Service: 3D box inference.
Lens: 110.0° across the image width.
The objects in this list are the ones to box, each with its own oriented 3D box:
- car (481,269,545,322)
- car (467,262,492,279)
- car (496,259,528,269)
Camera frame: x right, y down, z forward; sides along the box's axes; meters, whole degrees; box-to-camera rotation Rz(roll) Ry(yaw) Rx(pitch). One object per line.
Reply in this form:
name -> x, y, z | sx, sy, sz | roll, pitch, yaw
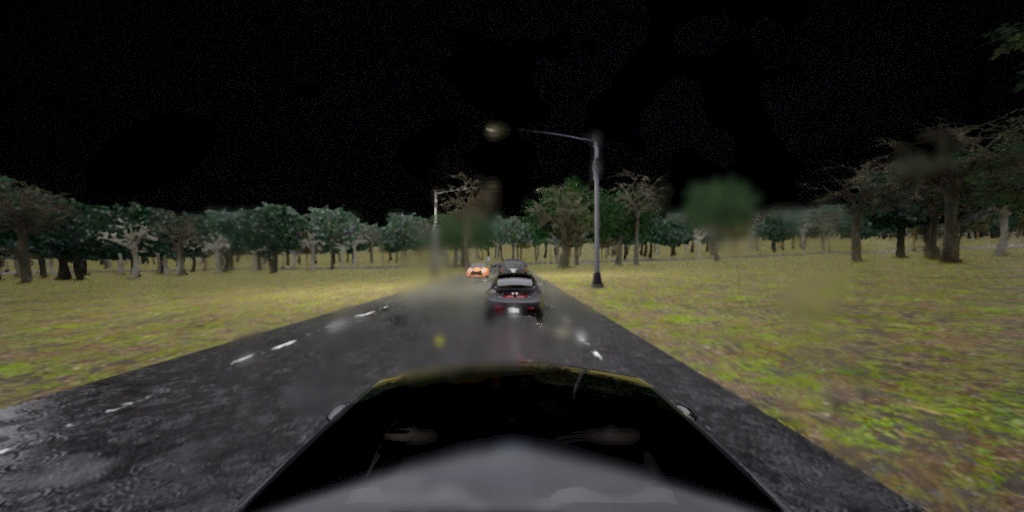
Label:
car -> 0.094, 1.358, 12.725 | 1.837, 1.490, 4.892 | 0, -1, 0
car -> -3.582, 1.479, 38.398 | 2.097, 1.767, 4.553 | 0, -1, 0
car -> 0.101, 1.243, 28.693 | 2.150, 2.045, 5.566 | 0, -1, 0
